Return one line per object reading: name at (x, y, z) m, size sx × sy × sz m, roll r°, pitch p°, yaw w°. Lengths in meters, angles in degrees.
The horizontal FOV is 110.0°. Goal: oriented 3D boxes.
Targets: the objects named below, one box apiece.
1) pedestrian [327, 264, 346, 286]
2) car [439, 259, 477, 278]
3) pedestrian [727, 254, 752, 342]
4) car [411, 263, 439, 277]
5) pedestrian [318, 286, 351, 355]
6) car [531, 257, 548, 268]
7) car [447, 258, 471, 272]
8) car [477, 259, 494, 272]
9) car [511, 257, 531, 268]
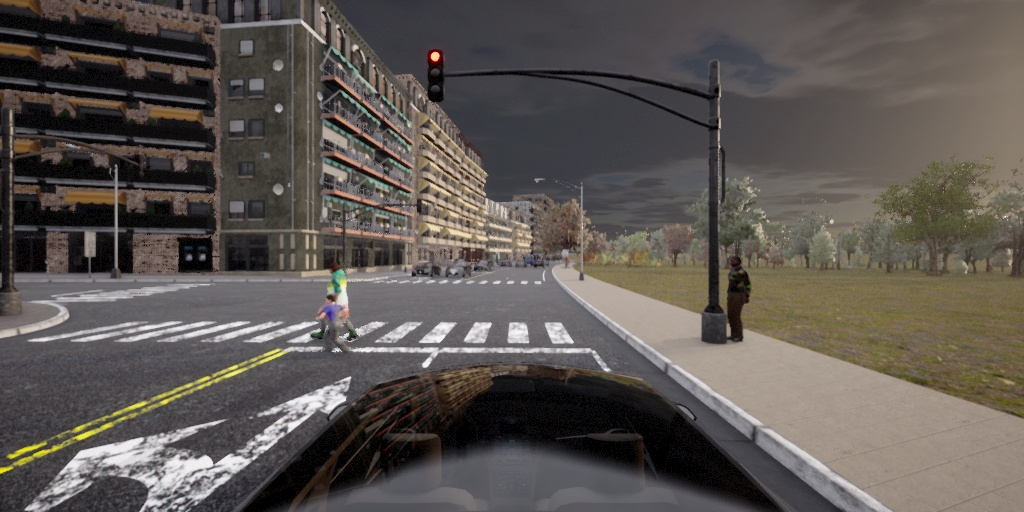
pedestrian at (-4.153, 1.039, 8.429) m, size 0.375 × 1.860 × 0.375 m, roll 0°, pitch 0°, yaw 1°
car at (-5.131, 1.266, 34.976) m, size 2.128 × 1.511 × 4.902 m, roll 0°, pitch 0°, yaw 5°
pedestrian at (4.776, 0.887, 7.678) m, size 0.375 × 1.860 × 0.375 m, roll 0°, pitch 0°, yaw 1°
car at (-8.361, 1.338, 35.347) m, size 1.994 × 1.385 × 4.181 m, roll 0°, pitch 0°, yaw 5°
pedestrian at (-3.569, 1.320, 7.217) m, size 0.375 × 1.300 × 0.375 m, roll 0°, pitch 0°, yaw 1°
car at (5.020, 1.379, 64.915) m, size 1.837 × 1.490 × 4.892 m, roll 0°, pitch 0°, yaw 9°
car at (-7.086, 1.162, 48.360) m, size 2.097 × 1.767 × 4.553 m, roll 0°, pitch 0°, yaw 7°
car at (-3.871, 1.316, 47.943) m, size 1.837 × 1.490 × 4.892 m, roll 0°, pitch 0°, yaw 7°
car at (1.739, 1.364, 64.968) m, size 2.128 × 1.511 × 4.902 m, roll 0°, pitch 0°, yaw 9°
